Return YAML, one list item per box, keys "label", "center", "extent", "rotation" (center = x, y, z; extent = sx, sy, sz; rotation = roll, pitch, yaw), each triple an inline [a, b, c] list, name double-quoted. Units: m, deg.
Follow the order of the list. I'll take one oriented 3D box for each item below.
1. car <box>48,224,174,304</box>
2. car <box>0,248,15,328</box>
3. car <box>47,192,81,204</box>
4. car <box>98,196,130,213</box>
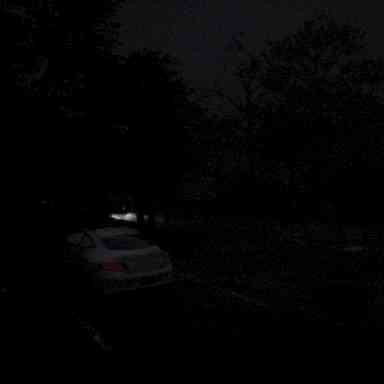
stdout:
- label: "car"
  center: [-2.174, 1.531, 8.256]
  extent: [2.002, 1.452, 4.674]
  rotation: [0, 0, -36]
- label: "car"
  center: [-4.741, 1.478, 6.433]
  extent: [2.097, 1.535, 5.008]
  rotation: [0, 0, -36]
- label: "car"
  center: [-17.507, 0.698, 45.556]
  extent: [4.553, 1.767, 2.097]
  rotation: [1, 2, 16]
- label: "car"
  center: [-7.881, 1.215, 33.280]
  extent: [2.128, 1.511, 4.902]
  rotation: [-3, 3, -37]
